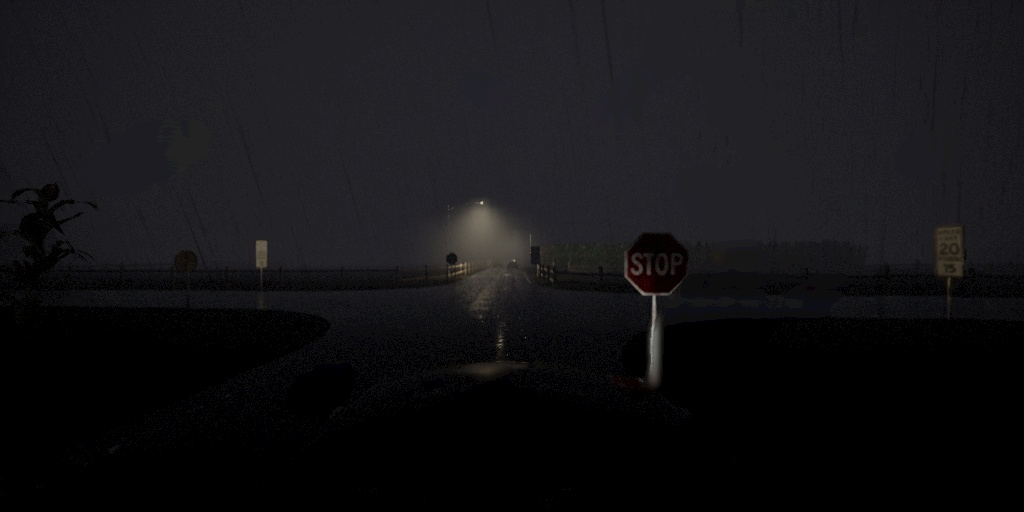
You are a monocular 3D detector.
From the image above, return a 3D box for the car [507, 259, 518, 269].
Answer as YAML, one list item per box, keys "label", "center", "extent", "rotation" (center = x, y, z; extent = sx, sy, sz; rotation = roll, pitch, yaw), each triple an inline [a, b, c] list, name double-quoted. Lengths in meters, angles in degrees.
- label: "car"
  center: [0.135, 1.576, 63.629]
  extent: [1.994, 1.385, 4.181]
  rotation: [0, 0, 0]
